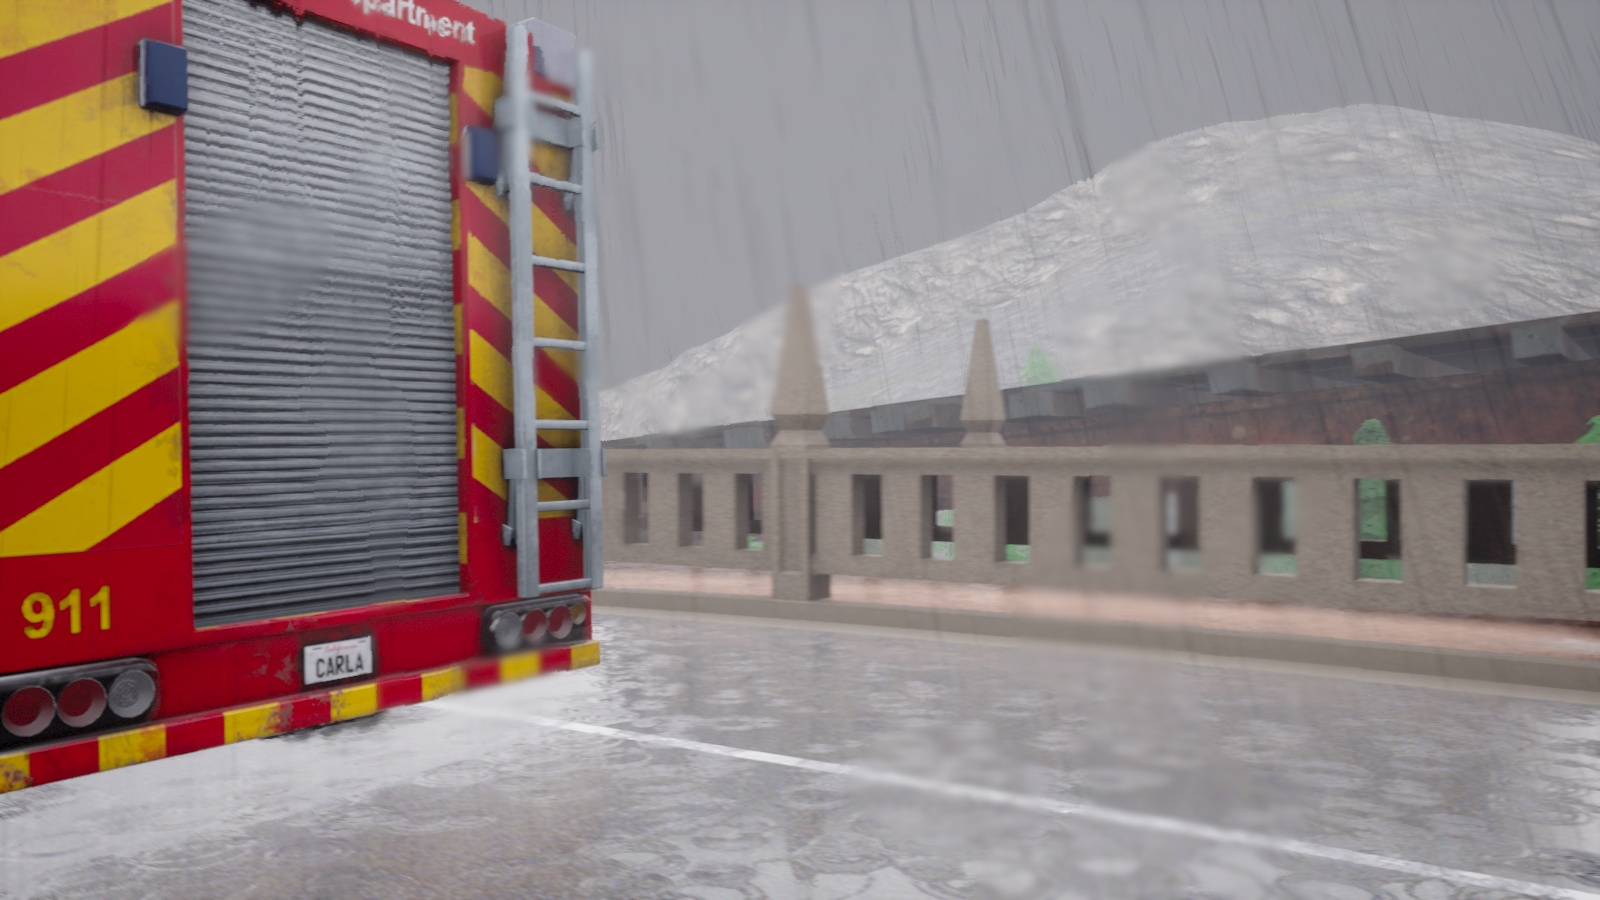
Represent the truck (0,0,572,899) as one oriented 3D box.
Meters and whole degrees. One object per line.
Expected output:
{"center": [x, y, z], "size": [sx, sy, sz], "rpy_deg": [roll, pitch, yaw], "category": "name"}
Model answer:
{"center": [-5.507, -0.293, 7.264], "size": [8.468, 3.827, 2.891], "rpy_deg": [-3, 0, 34], "category": "truck"}
